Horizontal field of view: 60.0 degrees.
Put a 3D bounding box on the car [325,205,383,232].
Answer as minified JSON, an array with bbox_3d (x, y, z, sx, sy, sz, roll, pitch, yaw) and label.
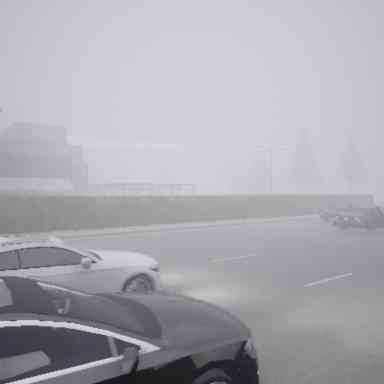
[{"bbox_3d":[10.600,1.547,19.911,5.357,1.411,2.033,0,0,-36],"label":"car"}]

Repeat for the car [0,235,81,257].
[{"bbox_3d":[-2.786,1.526,6.076,4.674,1.442,1.812,0,0,-36],"label":"car"}]

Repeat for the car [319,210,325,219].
[{"bbox_3d":[11.726,1.601,25.017,4.718,1.301,1.895,0,0,-36],"label":"car"}]

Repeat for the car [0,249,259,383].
[{"bbox_3d":[-1.562,1.491,2.633,4.902,1.511,2.128,0,0,-36],"label":"car"}]
